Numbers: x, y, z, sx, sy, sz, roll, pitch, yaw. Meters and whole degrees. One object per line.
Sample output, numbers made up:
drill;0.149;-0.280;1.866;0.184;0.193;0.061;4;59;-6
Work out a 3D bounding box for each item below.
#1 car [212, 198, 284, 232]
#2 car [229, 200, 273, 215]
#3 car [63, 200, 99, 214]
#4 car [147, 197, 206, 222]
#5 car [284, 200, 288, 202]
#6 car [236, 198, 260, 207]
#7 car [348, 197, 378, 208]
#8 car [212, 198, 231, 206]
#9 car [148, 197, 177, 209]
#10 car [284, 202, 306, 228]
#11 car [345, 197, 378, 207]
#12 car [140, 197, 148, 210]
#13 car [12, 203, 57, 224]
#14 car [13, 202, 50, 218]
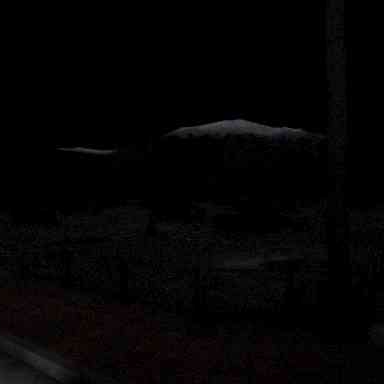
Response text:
car;3.342;1.387;20.683;3.866;1.878;1.905;-1;-1;35
car;6.619;1.707;37.661;4.514;1.523;2.007;-1;-1;35
car;-13.530;1.806;40.535;5.027;1.636;2.152;-1;-1;35
car;-1.172;1.514;27.916;4.605;1.855;1.932;-1;-1;35
car;12.437;1.729;45.786;3.633;1.501;1.845;-1;-1;35
car;10.415;1.944;61.926;3.806;1.475;1.970;-1;-1;35
car;25.551;1.638;51.006;5.027;1.636;2.152;-1;-1;35
car;6.089;2.035;68.651;3.633;1.501;1.845;-1;-1;35
car;-4.781;1.758;53.577;4.605;1.855;1.932;-1;-1;35
car;5.767;1.663;23.038;3.806;1.475;1.970;-1;-1;35
car;27.323;1.648;53.594;4.514;1.523;2.007;-1;-1;35
car;-6.127;1.731;50.969;3.866;1.878;1.905;-1;-1;35
car;-13.350;1.849;28.047;4.514;1.523;2.007;-1;-1;35
car;-16.979;1.880;35.113;3.806;1.475;1.970;-1;-1;35
